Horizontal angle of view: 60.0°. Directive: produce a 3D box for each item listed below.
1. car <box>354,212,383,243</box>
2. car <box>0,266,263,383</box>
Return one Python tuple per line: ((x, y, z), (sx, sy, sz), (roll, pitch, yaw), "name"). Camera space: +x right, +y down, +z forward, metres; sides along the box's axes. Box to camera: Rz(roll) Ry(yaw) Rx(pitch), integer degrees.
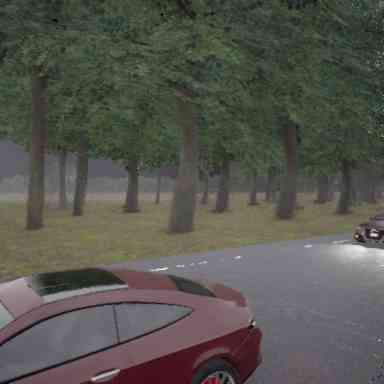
((9.043, 1.565, 14.701), (4.181, 1.385, 1.994), (0, 0, -35), "car")
((-1.359, 1.527, 3.006), (4.674, 1.442, 1.812), (0, 0, -35), "car")
